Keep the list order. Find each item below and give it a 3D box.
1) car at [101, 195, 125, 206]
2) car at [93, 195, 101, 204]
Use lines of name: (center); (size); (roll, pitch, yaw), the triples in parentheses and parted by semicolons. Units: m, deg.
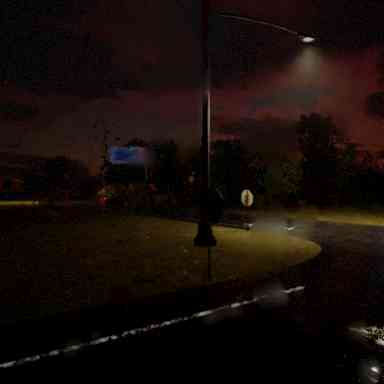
car: (-13.004, 1.332, 55.707); (2.097, 1.767, 4.553); (0, 0, -34)
car: (-16.475, 1.321, 60.790); (2.097, 1.767, 4.553); (0, 0, -34)
